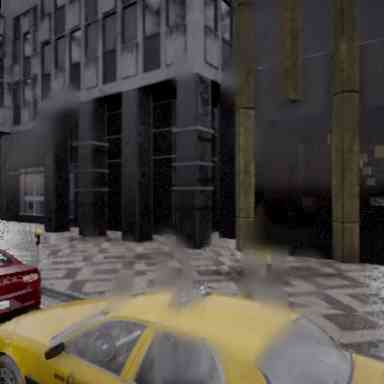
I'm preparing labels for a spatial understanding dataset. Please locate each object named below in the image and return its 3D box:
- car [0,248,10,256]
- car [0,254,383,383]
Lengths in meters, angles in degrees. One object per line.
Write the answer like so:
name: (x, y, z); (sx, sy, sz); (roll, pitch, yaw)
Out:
car: (-4.677, 1.584, 6.298); (4.507, 1.381, 1.887); (0, 0, 36)
car: (-0.225, 1.535, 3.121); (4.829, 1.417, 1.752); (0, 0, 36)
